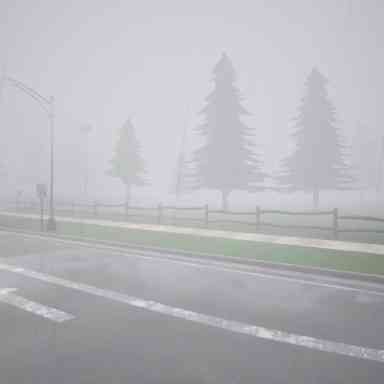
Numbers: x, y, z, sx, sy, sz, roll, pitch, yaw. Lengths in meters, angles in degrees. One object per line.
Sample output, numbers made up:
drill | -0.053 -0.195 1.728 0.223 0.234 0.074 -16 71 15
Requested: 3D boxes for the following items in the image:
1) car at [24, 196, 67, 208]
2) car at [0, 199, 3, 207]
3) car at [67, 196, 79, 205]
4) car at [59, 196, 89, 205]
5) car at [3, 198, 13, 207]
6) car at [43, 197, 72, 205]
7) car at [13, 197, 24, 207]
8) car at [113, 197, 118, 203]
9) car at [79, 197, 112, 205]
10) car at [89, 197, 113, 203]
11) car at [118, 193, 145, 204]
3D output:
car | -21.076 1.401 48.101 2.097 1.767 4.553 0 0 35
car | -29.815 1.625 53.921 1.994 1.385 4.181 0 0 34
car | -18.596 1.579 57.684 1.812 1.442 4.674 0 0 35
car | -21.238 1.549 60.000 2.128 1.511 4.902 0 0 35
car | -26.595 1.583 52.412 1.812 1.442 4.674 0 0 35
car | -24.638 1.587 61.213 1.812 1.442 4.674 0 0 35
car | -23.848 1.654 50.236 1.895 1.301 4.718 0 0 35
car | -12.470 1.275 66.319 2.150 2.045 5.566 0 0 35
car | -16.026 1.614 55.277 1.994 1.385 4.181 0 0 35
car | -18.854 1.656 69.348 1.895 1.301 4.718 0 0 35
car | -10.945 1.401 62.459 2.097 1.767 4.553 0 0 35
